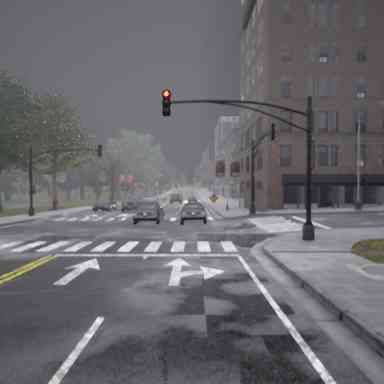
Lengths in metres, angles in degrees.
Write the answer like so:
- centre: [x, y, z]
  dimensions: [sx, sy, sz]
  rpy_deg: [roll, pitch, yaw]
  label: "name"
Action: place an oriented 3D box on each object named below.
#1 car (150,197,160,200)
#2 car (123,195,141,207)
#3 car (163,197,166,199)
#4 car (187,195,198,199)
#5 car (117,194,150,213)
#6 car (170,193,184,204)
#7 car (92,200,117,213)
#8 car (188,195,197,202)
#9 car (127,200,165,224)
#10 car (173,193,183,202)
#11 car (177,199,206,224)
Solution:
- centre: [-6.516, 1.581, 53.590]
  dimensions: [1.812, 1.442, 4.674]
  rpy_deg: [0, 0, 0]
  label: "car"
- centre: [-9.761, 1.410, 54.672]
  dimensions: [2.097, 1.767, 4.553]
  rpy_deg: [0, 0, 0]
  label: "car"
- centre: [-6.405, 1.350, 69.914]
  dimensions: [1.994, 1.385, 4.181]
  rpy_deg: [0, 0, 0]
  label: "car"
- centre: [0.143, 1.586, 65.275]
  dimensions: [1.837, 1.490, 4.892]
  rpy_deg: [0, 0, 1]
  label: "car"
- centre: [-6.549, 1.239, 37.866]
  dimensions: [2.150, 2.045, 5.566]
  rpy_deg: [0, 0, 0]
  label: "car"
- centre: [-3.114, 1.301, 64.651]
  dimensions: [2.150, 2.045, 5.566]
  rpy_deg: [0, 0, 1]
  label: "car"
- centre: [-9.799, 1.565, 37.909]
  dimensions: [2.033, 1.411, 5.357]
  rpy_deg: [0, 0, 0]
  label: "car"
- centre: [0.102, 1.499, 75.333]
  dimensions: [1.837, 1.490, 4.892]
  rpy_deg: [0, 0, 0]
  label: "car"
- centre: [-3.121, 1.547, 24.679]
  dimensions: [2.033, 1.411, 5.357]
  rpy_deg: [0, 0, 0]
  label: "car"
- centre: [-3.148, 1.224, 75.367]
  dimensions: [2.150, 2.045, 5.566]
  rpy_deg: [0, 0, 0]
  label: "car"
- centre: [0.109, 1.519, 24.800]
  dimensions: [2.033, 1.411, 5.357]
  rpy_deg: [-1, 0, 0]
  label: "car"
